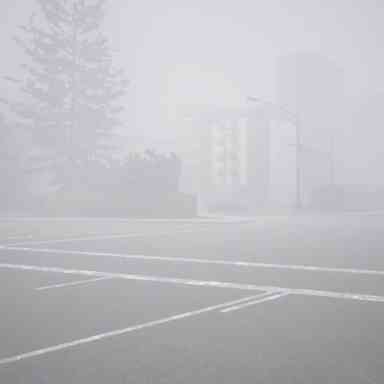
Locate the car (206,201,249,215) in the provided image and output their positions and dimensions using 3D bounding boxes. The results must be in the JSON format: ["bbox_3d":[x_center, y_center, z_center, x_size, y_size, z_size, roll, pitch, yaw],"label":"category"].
[{"bbox_3d":[3.512,1.543,33.342,1.895,1.301,4.718,0,0,-35],"label":"car"}]
